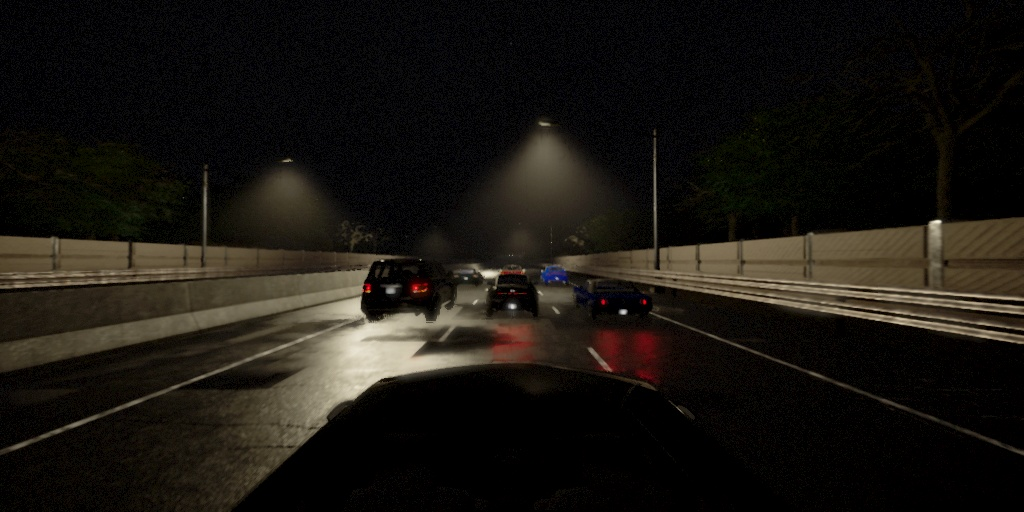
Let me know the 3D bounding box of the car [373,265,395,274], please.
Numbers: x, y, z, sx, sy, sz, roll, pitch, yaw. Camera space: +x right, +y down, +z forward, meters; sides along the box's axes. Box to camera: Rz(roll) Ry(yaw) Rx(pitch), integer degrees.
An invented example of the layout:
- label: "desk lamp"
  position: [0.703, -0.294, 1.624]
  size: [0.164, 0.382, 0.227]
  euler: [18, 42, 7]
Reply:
- label: "car"
  position: [-21.039, 2.218, 59.158]
  size: [1.895, 1.301, 4.718]
  euler: [0, -1, 1]

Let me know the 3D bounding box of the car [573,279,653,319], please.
- label: "car"
  position: [3.534, 1.511, 13.544]
  size: [1.895, 1.301, 4.718]
  euler: [0, -1, 1]

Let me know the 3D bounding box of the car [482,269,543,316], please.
- label: "car"
  position: [0.041, 1.425, 14.178]
  size: [1.837, 1.490, 4.892]
  euler: [0, 0, 1]

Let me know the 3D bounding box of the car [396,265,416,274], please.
- label: "car"
  position: [-17.550, 2.184, 59.384]
  size: [1.994, 1.385, 4.181]
  euler: [0, -1, 1]

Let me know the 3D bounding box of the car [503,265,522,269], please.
- label: "car"
  position: [0.037, 1.492, 29.050]
  size: [2.097, 1.767, 4.553]
  euler: [0, -1, 1]

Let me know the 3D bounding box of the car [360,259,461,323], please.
- label: "car"
  position: [-3.472, 1.125, 13.017]
  size: [2.150, 2.045, 5.566]
  euler: [0, -1, 0]

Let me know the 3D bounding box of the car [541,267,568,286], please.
- label: "car"
  position: [3.549, 1.640, 30.432]
  size: [1.882, 1.535, 5.008]
  euler: [0, -1, 0]

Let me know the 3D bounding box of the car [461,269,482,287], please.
- label: "car"
  position: [-3.462, 1.707, 29.155]
  size: [1.994, 1.385, 4.181]
  euler: [0, -1, 1]
